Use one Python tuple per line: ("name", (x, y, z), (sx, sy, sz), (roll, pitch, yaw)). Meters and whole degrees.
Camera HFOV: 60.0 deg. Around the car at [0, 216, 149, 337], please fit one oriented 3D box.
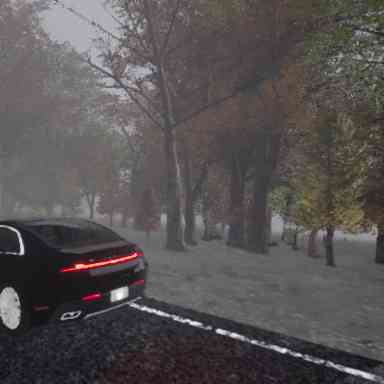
("car", (-2.941, 1.208, 5.767), (4.892, 1.490, 1.837), (-3, -2, 35))
